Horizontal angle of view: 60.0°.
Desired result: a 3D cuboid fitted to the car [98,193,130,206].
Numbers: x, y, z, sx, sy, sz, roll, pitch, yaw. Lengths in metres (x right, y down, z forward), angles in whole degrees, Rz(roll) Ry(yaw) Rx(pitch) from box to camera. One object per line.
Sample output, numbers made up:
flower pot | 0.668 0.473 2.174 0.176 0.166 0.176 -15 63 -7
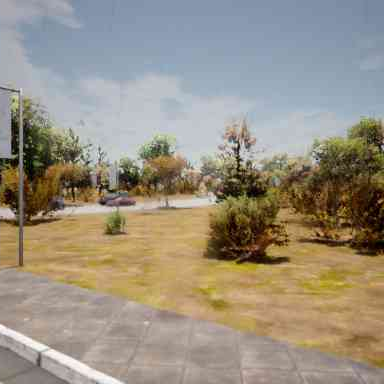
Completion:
car | -12.080 1.128 52.590 2.150 2.045 5.566 0 1 39

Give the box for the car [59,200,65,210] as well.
car | -17.740 1.347 39.946 2.097 1.767 4.553 0 0 39

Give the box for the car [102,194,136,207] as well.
car | -10.422 1.449 49.066 1.812 1.442 4.674 0 1 38
